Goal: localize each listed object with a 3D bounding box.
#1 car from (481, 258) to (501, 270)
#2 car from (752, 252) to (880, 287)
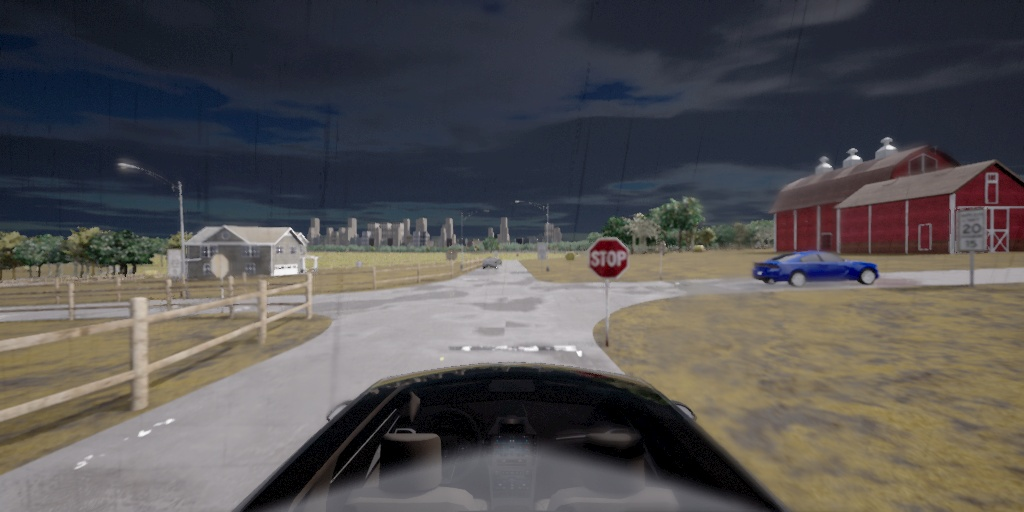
[{"bbox_3d":[-2.827,0.985,46.380,1.837,1.490,4.892,0,0,0],"label":"car"},{"bbox_3d":[13.862,0.543,16.495,5.008,1.535,1.882,-2,0,0],"label":"car"}]
